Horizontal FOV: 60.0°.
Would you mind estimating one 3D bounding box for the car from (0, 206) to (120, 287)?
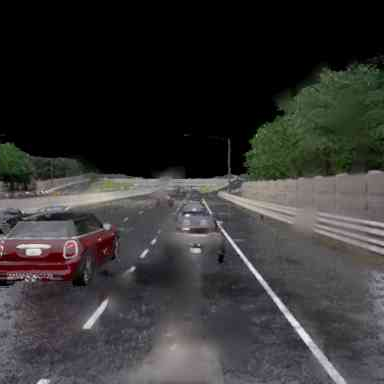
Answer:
[{"bbox_3d":[-3.489,1.348,9.474,2.097,1.767,4.553,0,0,0],"label":"car"}]

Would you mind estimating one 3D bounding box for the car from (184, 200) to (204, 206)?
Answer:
[{"bbox_3d":[0.204,1.417,30.644,1.994,1.385,4.181,0,1,0],"label":"car"}]

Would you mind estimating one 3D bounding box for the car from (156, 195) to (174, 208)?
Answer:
[{"bbox_3d":[-3.317,1.144,41.381,1.882,1.535,5.008,0,1,0],"label":"car"}]

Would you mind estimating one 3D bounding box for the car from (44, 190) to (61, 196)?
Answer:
[{"bbox_3d":[-27.548,0.251,65.816,1.882,1.535,5.008,0,1,1],"label":"car"}]

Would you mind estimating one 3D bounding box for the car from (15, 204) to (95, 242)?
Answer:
[{"bbox_3d":[-6.864,1.468,17.398,2.128,1.511,4.902,0,0,0],"label":"car"}]

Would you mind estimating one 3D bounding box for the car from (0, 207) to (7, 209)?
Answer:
[{"bbox_3d":[-10.360,1.535,18.365,1.994,1.385,4.181,0,0,0],"label":"car"}]

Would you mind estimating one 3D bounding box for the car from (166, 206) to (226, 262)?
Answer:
[{"bbox_3d":[0.118,1.485,12.049,2.128,1.511,4.902,0,0,0],"label":"car"}]
